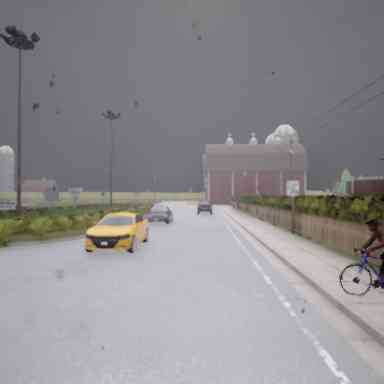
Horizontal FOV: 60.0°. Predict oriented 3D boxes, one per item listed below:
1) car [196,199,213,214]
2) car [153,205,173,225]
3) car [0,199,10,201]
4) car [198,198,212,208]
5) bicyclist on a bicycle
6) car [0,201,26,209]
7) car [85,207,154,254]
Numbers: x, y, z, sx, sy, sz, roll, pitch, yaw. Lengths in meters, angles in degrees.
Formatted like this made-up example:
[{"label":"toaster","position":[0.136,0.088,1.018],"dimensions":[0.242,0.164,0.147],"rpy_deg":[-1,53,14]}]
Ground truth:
[{"label":"car","position":[1.625,2.020,42.480],"dimensions":[1.837,1.490,4.892],"rpy_deg":[0,-1,2]},{"label":"car","position":[-2.619,1.852,27.443],"dimensions":[1.812,1.442,4.674],"rpy_deg":[0,-1,2]},{"label":"car","position":[-24.510,1.756,41.115],"dimensions":[4.605,1.855,1.932],"rpy_deg":[0,-1,2]},{"label":"car","position":[2.528,2.102,62.001],"dimensions":[2.097,1.767,4.553],"rpy_deg":[0,-1,9]},{"label":"bicyclist on a bicycle","position":[3.919,1.393,6.942],"dimensions":[1.656,1.620,0.582],"rpy_deg":[1,-1,2]},{"label":"car","position":[-19.609,1.961,36.220],"dimensions":[1.994,1.385,4.181],"rpy_deg":[0,-1,2]},{"label":"car","position":[-3.105,1.649,14.632],"dimensions":[1.882,1.535,5.008],"rpy_deg":[0,-1,2]}]
